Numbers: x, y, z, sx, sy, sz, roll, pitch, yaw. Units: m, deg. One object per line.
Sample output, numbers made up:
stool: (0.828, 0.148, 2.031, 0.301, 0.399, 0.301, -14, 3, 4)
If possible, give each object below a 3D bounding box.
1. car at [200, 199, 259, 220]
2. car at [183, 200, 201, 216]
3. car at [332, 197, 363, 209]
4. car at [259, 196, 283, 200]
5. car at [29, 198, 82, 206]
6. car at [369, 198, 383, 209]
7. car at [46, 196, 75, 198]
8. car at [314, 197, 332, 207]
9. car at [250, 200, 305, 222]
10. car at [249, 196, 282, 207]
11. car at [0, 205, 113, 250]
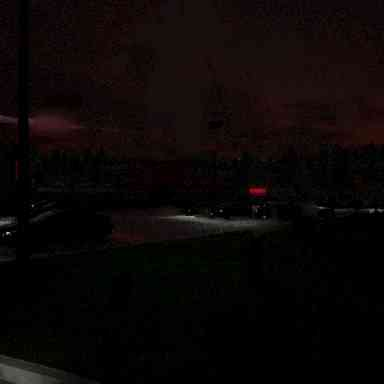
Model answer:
car: (3.161, 1.416, 27.112, 4.674, 1.442, 1.812, 0, 0, -44)
car: (1.183, 1.432, 30.089, 4.181, 1.385, 1.994, 0, 0, -44)
car: (21.213, 1.383, 44.503, 4.902, 1.511, 2.128, 0, 0, -44)
car: (10.916, 1.446, 44.373, 4.718, 1.301, 1.895, 0, 0, -44)
car: (-9.772, 1.372, 24.283, 4.674, 1.442, 1.812, 0, 0, -44)
car: (24.152, 1.476, 42.465, 4.181, 1.385, 1.994, 0, 0, -44)
car: (-11.547, 1.176, 27.456, 4.553, 1.767, 2.097, 0, 0, -44)
car: (19.429, 1.415, 47.630, 5.357, 1.411, 2.033, 0, 0, -44)
car: (6.882, 1.513, 25.871, 4.718, 1.301, 1.895, 0, 0, -44)
car: (10.950, 1.370, 49.238, 5.357, 1.411, 2.033, 0, 0, -44)
car: (-5.530, 1.439, 13.760, 4.674, 1.442, 1.812, 0, 1, -44)
